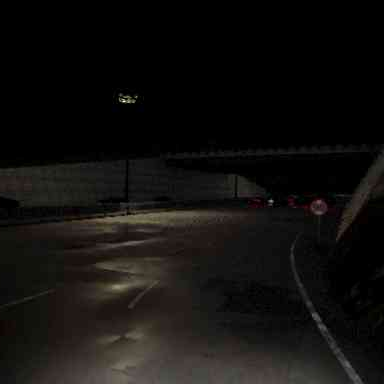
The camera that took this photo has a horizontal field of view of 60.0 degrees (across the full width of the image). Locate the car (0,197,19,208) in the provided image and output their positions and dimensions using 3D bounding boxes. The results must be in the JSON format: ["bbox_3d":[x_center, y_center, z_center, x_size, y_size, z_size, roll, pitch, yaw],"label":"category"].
[{"bbox_3d":[-21.951,1.359,37.182,1.882,1.535,5.008,0,0,26],"label":"car"}]

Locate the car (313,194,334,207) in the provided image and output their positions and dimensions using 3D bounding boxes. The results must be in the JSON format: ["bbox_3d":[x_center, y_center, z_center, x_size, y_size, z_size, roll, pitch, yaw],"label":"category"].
[{"bbox_3d":[21.633,1.405,54.576,2.150,2.045,5.566,0,0,26],"label":"car"}]

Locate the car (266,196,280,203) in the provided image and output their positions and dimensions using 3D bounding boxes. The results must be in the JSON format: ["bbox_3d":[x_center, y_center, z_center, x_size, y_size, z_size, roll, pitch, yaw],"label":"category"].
[{"bbox_3d":[16.728,1.533,68.510,1.837,1.490,4.892,0,0,26],"label":"car"}]

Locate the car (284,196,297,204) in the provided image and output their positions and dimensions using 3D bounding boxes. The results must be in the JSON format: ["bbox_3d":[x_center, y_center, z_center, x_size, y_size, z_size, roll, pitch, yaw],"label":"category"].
[{"bbox_3d":[19.876,1.605,66.980,1.994,1.385,4.181,0,0,26],"label":"car"}]

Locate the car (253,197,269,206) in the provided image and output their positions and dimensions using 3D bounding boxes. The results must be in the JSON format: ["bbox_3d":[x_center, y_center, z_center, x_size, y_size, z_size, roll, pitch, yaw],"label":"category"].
[{"bbox_3d":[12.174,1.616,59.138,2.128,1.511,4.902,0,0,26],"label":"car"}]

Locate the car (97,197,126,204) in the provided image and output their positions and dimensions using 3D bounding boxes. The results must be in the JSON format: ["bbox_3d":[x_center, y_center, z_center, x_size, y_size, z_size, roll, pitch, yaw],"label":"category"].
[{"bbox_3d":[-13.206,1.500,55.076,2.033,1.411,5.357,0,0,26],"label":"car"}]

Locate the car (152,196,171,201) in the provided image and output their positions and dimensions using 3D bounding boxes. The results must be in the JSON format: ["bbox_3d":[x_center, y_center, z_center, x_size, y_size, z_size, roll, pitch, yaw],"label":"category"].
[{"bbox_3d":[-6.277,1.519,69.216,2.033,1.411,5.357,0,0,26],"label":"car"}]

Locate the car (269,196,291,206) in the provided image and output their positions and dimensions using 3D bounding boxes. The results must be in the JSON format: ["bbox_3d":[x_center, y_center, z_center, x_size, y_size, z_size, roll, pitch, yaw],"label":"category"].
[{"bbox_3d":[15.321,1.691,57.609,2.033,1.411,5.357,0,0,26],"label":"car"}]

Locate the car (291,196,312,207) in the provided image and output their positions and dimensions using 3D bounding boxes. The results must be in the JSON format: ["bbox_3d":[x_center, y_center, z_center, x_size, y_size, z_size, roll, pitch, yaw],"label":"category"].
[{"bbox_3d":[18.625,1.517,56.397,2.097,1.767,4.553,0,0,26],"label":"car"}]
